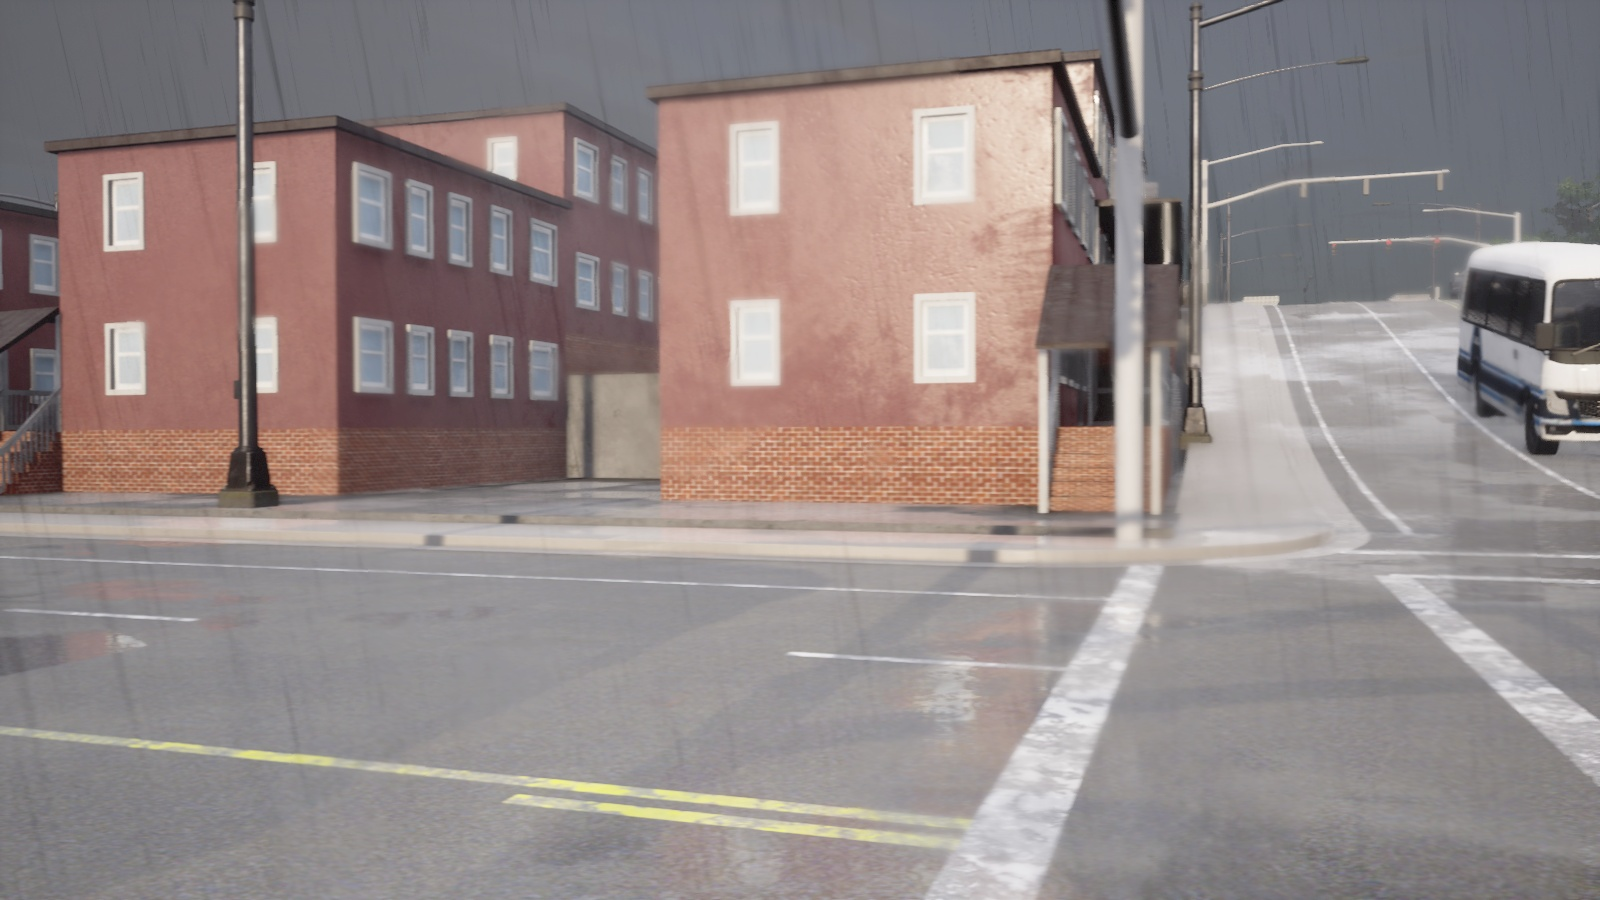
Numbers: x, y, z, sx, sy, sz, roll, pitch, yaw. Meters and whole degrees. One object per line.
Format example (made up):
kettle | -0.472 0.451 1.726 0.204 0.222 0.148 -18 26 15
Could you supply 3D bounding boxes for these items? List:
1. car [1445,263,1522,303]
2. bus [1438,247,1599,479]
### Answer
car | 30.637 -7.481 56.420 2.152 1.651 5.027 1 7 18
bus | 17.680 -2.361 28.713 3.944 4.253 10.273 1 10 18
